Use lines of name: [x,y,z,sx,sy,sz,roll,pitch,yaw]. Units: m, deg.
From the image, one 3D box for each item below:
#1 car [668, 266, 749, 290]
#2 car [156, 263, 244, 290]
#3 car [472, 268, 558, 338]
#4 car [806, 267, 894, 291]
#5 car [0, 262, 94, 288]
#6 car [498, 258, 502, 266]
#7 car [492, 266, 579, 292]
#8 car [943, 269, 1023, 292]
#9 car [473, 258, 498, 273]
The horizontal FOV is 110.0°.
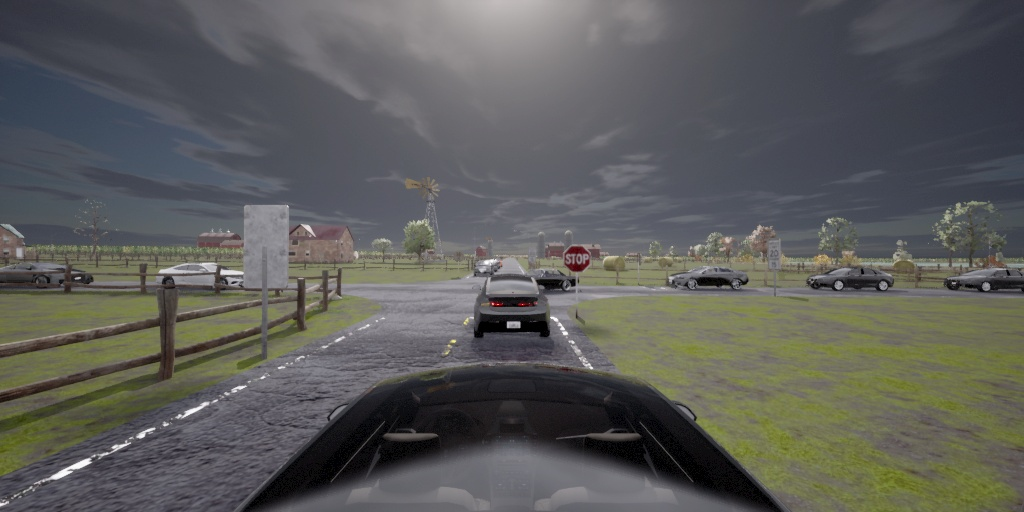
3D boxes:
car: [12.808,1.397,23.508,4.902,1.511,2.128,1,-1,-2]
car: [-17.236,1.103,20.203,4.674,1.442,1.812,1,-1,-1]
car: [-0.070,1.256,10.239,1.837,1.490,4.892,0,0,-3]
car: [22.209,1.499,23.674,4.892,1.490,1.837,1,-1,-1]
car: [-26.356,1.048,20.086,4.181,1.385,1.994,1,-1,-1]
car: [-2.832,1.241,46.373,2.128,1.511,4.902,0,0,0]
car: [1.507,1.369,20.284,4.718,1.301,1.895,1,0,-35]
car: [31.712,1.587,23.791,4.892,1.490,1.837,1,-1,-1]
car: [-2.843,1.243,36.927,2.128,1.511,4.902,0,0,0]
